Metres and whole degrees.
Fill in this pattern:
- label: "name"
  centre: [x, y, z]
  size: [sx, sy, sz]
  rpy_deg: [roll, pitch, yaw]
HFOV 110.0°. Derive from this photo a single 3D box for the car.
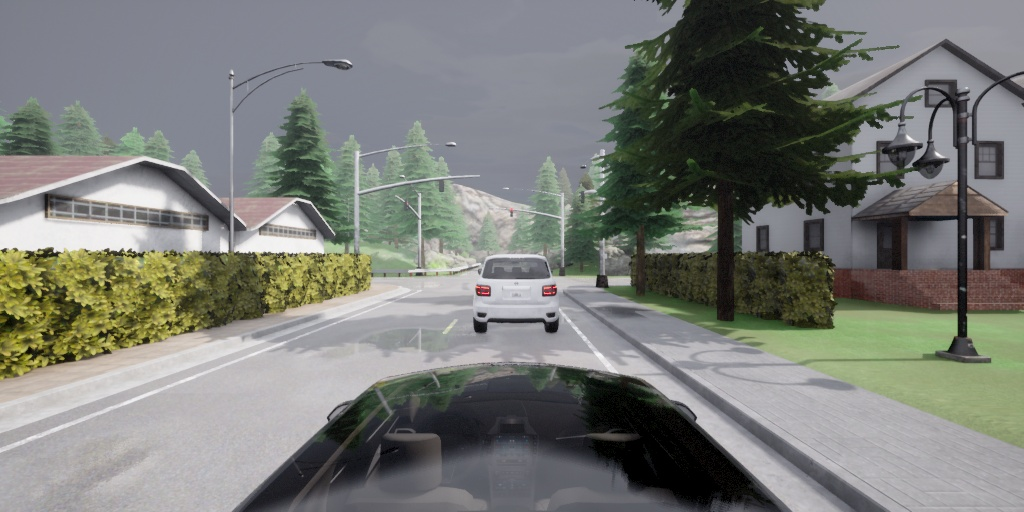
- label: "car"
  centre: [0.105, 0.971, 10.892]
  size: [2.150, 2.045, 5.566]
  rpy_deg: [0, 0, 0]
